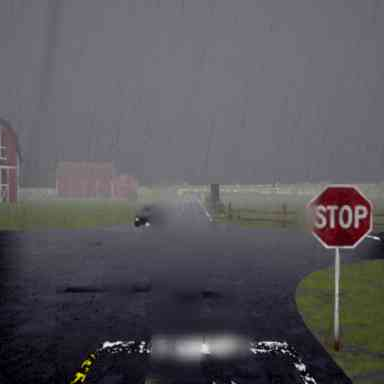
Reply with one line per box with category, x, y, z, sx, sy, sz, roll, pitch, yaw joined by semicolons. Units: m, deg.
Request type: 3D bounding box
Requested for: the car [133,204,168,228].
car;-2.621;1.542;22.504;2.033;1.411;5.357;0;0;0
